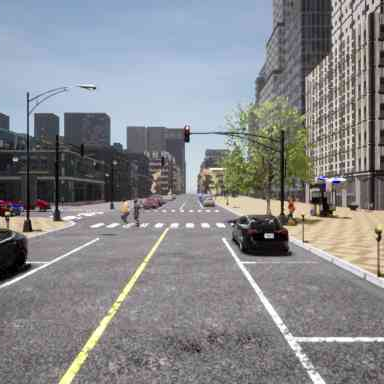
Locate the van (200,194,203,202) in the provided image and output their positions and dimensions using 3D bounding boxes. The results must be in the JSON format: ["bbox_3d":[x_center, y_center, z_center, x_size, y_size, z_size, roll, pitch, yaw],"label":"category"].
[{"bbox_3d":[2.714,1.345,57.270,1.690,1.788,3.998,0,0,0],"label":"van"}]

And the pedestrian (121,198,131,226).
[{"bbox_3d":[-4.344,1.295,21.861,0.375,1.860,0.375,0,0,0],"label":"pedestrian"}]

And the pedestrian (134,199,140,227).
[{"bbox_3d":[-3.544,1.295,21.347,0.375,1.860,0.375,0,0,0],"label":"pedestrian"}]

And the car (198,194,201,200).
[{"bbox_3d":[2.716,1.556,68.372,2.008,1.369,4.403,0,0,0],"label":"car"}]

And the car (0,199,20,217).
[{"bbox_3d":[-17.139,1.101,26.800,5.009,1.841,2.192,1,-1,-1],"label":"car"}]

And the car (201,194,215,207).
[{"bbox_3d":[2.711,1.529,51.889,1.752,1.417,4.829,0,0,0],"label":"car"}]

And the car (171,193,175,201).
[{"bbox_3d":[-5.661,1.532,79.304,1.752,1.417,4.829,0,0,0],"label":"car"}]

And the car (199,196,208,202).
[{"bbox_3d":[2.720,1.573,79.474,1.947,1.339,4.313,0,0,0],"label":"car"}]

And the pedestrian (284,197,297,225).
[{"bbox_3d":[6.103,1.143,20.648,0.375,1.860,0.375,0,0,0],"label":"pedestrian"}]

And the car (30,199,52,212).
[{"bbox_3d":[-17.257,1.372,35.175,4.507,1.381,1.887,1,-1,-1],"label":"car"}]

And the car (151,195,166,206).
[{"bbox_3d":[-5.669,1.318,51.719,2.192,1.841,5.009,0,0,0],"label":"car"}]

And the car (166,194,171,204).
[{"bbox_3d":[-5.666,1.555,62.822,2.008,1.369,4.403,0,0,0],"label":"car"}]

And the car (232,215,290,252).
[{"bbox_3d":[2.698,1.567,13.690,1.947,1.339,4.313,0,0,0],"label":"car"}]

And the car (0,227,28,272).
[{"bbox_3d":[-5.684,1.566,8.153,1.947,1.339,4.313,0,0,0],"label":"car"}]

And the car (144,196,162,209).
[{"bbox_3d":[-5.672,1.585,46.168,1.802,1.307,4.206,0,0,0],"label":"car"}]

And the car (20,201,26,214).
[{"bbox_3d":[-17.363,1.322,29.371,4.674,1.442,1.812,1,0,-2],"label":"car"}]

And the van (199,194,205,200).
[{"bbox_3d":[2.725,1.349,90.576,1.690,1.788,3.998,0,0,0],"label":"van"}]
